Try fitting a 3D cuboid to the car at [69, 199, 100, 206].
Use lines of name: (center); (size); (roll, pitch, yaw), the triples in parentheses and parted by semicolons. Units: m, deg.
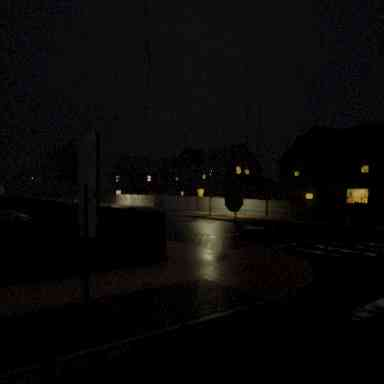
car: (-11.205, 1.343, 34.634); (1.895, 1.301, 4.718); (0, 0, -36)
